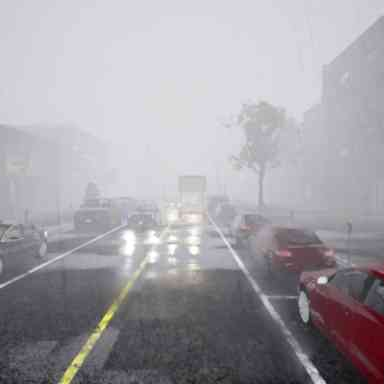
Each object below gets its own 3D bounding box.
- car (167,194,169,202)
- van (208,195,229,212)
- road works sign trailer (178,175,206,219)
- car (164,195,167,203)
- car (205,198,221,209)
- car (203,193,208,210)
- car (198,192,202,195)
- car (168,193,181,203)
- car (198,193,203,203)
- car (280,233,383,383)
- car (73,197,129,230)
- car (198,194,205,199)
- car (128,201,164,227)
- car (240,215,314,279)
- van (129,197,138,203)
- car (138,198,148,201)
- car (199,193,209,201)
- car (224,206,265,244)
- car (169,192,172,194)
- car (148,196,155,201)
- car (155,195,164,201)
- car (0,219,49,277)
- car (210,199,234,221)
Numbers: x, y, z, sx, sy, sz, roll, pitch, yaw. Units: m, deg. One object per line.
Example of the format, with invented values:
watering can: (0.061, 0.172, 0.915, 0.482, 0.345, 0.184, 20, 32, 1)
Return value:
car: (-5.674, 1.383, 65.144, 1.802, 1.307, 4.206, -1, 0, 0)
van: (2.694, 1.245, 31.853, 1.690, 1.788, 3.998, -1, 0, 0)
road works sign trailer: (0.019, 0.379, 28.131, 2.380, 3.560, 2.880, 0, 0, 0)
car: (-5.677, 1.380, 54.047, 1.887, 1.381, 4.507, -1, 0, 0)
car: (2.700, 1.452, 42.950, 1.802, 1.307, 4.206, -1, 0, 0)
car: (2.696, 1.202, 37.401, 2.192, 1.841, 5.009, -1, 0, 0)
car: (2.709, 1.309, 70.861, 1.752, 1.417, 4.829, -1, 0, 0)
car: (-2.990, 1.402, 64.607, 1.895, 1.301, 4.718, 0, 0, 0)
car: (2.706, 1.367, 65.144, 1.947, 1.339, 4.313, -1, 0, 0)
car: (2.688, 1.532, 4.112, 1.887, 1.381, 4.507, -1, 0, 0)
car: (-5.690, 1.252, 20.757, 2.192, 1.841, 5.009, -1, 0, 0)
car: (2.715, 1.239, 93.055, 1.752, 1.417, 4.829, -1, 0, 0)
car: (-3.094, 1.533, 22.318, 1.895, 1.301, 4.718, 0, 0, 0)
car: (2.689, 1.553, 9.660, 1.802, 1.307, 4.206, -1, 0, 0)
van: (-5.688, 1.262, 26.305, 1.690, 1.788, 3.998, -1, 0, 0)
car: (-5.685, 1.344, 31.854, 1.967, 1.590, 4.097, -1, 0, 0)
car: (2.707, 1.081, 76.240, 2.192, 1.841, 5.009, -1, 0, 0)
car: (2.692, 1.536, 15.209, 1.802, 1.307, 4.206, -1, 0, 0)
car: (-5.673, 1.335, 70.692, 2.008, 1.369, 4.403, -1, 0, 0)
car: (-5.683, 1.432, 37.402, 1.887, 1.381, 4.507, -1, 0, 0)
car: (-5.680, 1.293, 48.498, 1.967, 1.590, 4.097, -1, 0, 0)
car: (-5.691, 1.522, 9.661, 2.008, 1.369, 4.403, -1, 0, 0)
car: (2.695, 1.502, 26.305, 1.802, 1.307, 4.206, -1, 0, 0)
